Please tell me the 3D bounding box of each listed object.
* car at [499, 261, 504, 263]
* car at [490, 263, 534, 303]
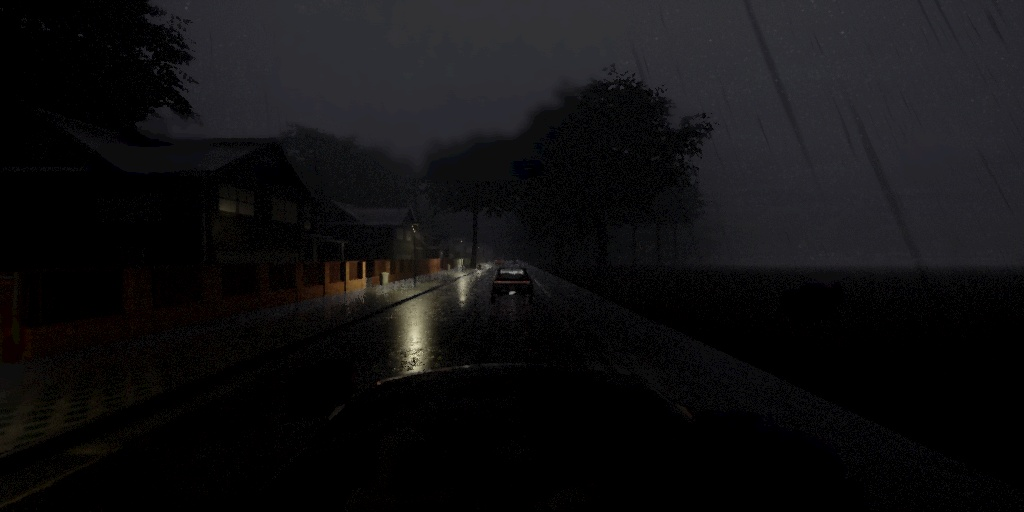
[{"bbox_3d":[0.000,1.386,31.569,1.895,1.301,4.718,0,0,0],"label":"car"},{"bbox_3d":[0.000,1.251,16.539,2.128,1.511,4.902,0,0,0],"label":"car"}]
